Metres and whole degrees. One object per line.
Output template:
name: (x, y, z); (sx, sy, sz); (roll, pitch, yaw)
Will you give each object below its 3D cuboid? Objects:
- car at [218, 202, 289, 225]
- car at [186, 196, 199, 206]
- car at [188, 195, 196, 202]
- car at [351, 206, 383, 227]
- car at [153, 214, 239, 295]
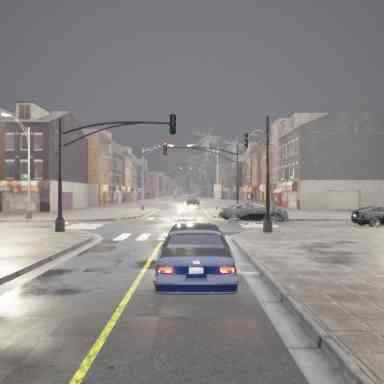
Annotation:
car: (4.295, 1.481, 23.549); (4.902, 1.511, 2.128); (0, 0, 0)
car: (0.104, 1.391, 54.025); (2.097, 1.767, 4.553); (0, 0, 0)
car: (0.002, 1.548, 75.819); (1.882, 1.535, 5.008); (0, 0, 0)
car: (12.351, 1.522, 21.002); (4.313, 1.339, 1.947); (0, 0, 0)
car: (0.080, 1.549, 8.885); (2.033, 1.411, 5.357); (0, 0, 0)
